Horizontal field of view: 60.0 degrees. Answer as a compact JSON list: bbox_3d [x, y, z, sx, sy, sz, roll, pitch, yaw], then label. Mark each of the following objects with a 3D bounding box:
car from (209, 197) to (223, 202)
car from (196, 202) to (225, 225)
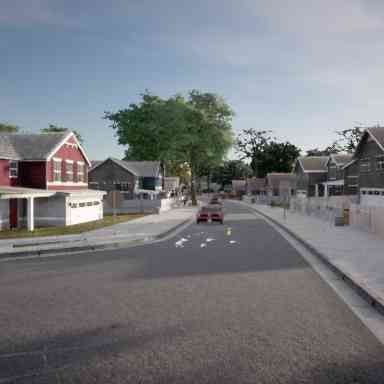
[{"bbox_3d":[3.683,1.565,50.489,1.882,1.535,5.008,0,0,3],"label":"car"},{"bbox_3d":[1.418,1.623,24.479,1.895,1.301,4.718,0,0,7],"label":"car"}]
